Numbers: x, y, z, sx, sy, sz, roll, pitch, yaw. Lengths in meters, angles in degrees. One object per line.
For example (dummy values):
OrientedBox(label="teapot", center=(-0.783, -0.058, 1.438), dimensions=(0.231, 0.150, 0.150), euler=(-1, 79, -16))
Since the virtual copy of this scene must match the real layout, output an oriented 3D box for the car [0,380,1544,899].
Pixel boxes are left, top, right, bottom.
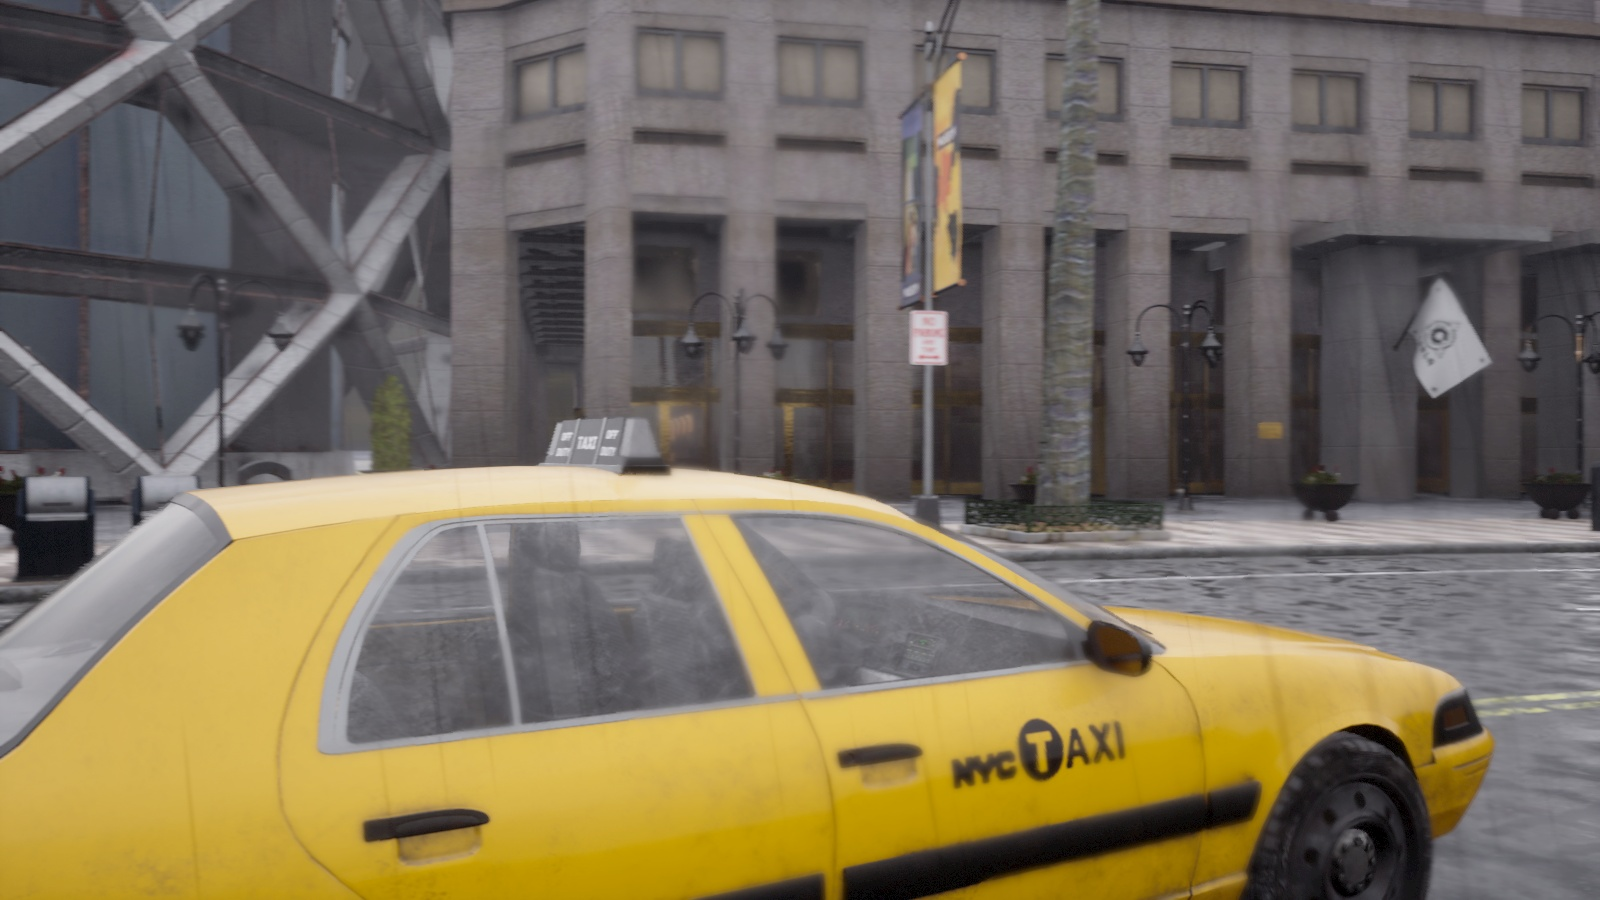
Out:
OrientedBox(label="car", center=(-0.426, 0.687, 3.288), dimensions=(5.366, 1.575, 1.801), euler=(0, 0, -32))
